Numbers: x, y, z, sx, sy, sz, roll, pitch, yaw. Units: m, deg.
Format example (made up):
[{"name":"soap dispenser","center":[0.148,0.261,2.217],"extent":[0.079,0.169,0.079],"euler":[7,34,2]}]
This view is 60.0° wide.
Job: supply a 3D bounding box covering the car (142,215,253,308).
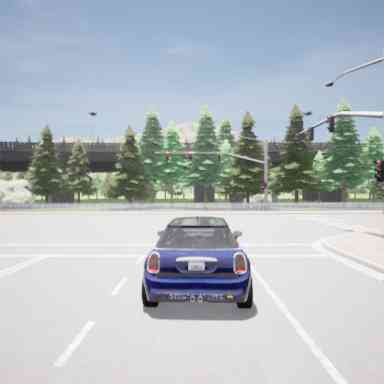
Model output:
[{"name":"car","center":[0.176,1.356,8.102],"extent":[2.097,1.767,4.553],"euler":[0,0,3]}]
